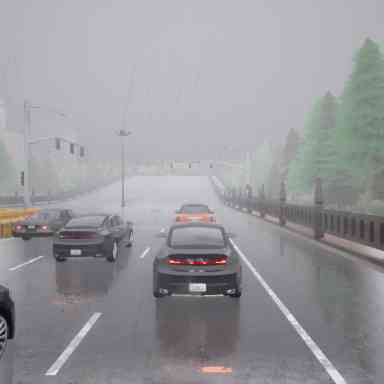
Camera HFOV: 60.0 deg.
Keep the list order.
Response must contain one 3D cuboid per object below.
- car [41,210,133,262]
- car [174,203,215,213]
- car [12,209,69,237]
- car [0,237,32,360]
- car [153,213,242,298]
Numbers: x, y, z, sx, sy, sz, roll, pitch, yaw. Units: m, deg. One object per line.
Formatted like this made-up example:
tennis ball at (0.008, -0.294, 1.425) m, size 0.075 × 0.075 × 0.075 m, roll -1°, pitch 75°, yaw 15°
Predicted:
car at (-3.376, 1.505, 12.092) m, size 1.837 × 1.490 × 4.892 m, roll 0°, pitch 0°, yaw 0°
car at (0.133, 1.352, 17.536) m, size 2.097 × 1.767 × 4.553 m, roll 0°, pitch 0°, yaw 0°
car at (-6.868, 1.547, 16.751) m, size 2.033 × 1.411 × 5.357 m, roll 0°, pitch 0°, yaw 0°
car at (-3.395, 1.492, 2.738) m, size 2.128 × 1.511 × 4.902 m, roll 0°, pitch 0°, yaw 0°
car at (0.116, 1.505, 8.522) m, size 1.837 × 1.490 × 4.892 m, roll 0°, pitch 0°, yaw 0°
